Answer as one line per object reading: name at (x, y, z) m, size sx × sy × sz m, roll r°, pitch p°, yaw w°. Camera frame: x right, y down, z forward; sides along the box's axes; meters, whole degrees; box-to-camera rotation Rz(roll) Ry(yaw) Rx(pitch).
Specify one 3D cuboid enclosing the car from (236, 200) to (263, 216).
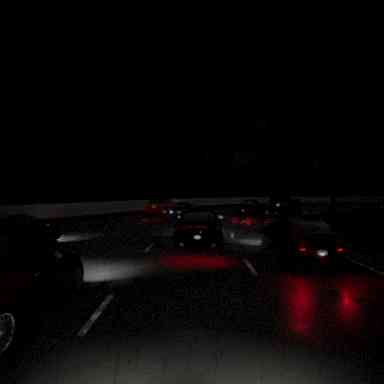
car at (5.846, 1.521, 32.794) m, size 1.812 × 1.442 × 4.674 m, roll 0°, pitch 0°, yaw 29°

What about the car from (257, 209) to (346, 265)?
car at (3.679, 1.524, 11.559) m, size 1.812 × 1.442 × 4.674 m, roll 0°, pitch 0°, yaw 1°

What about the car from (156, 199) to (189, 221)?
car at (-0.677, 1.544, 27.084) m, size 2.033 × 1.411 × 5.357 m, roll 0°, pitch 0°, yaw 20°

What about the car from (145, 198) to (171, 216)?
car at (-2.615, 1.348, 31.927) m, size 2.097 × 1.767 × 4.553 m, roll 0°, pitch 0°, yaw 23°

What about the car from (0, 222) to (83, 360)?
car at (-3.415, 1.525, 5.761) m, size 1.812 × 1.442 × 4.674 m, roll 0°, pitch 0°, yaw 0°

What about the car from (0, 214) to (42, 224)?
car at (-6.797, 1.546, 12.455) m, size 2.033 × 1.411 × 5.357 m, roll 0°, pitch 0°, yaw 2°

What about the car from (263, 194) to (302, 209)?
car at (8.740, 1.217, 31.055) m, size 2.150 × 2.045 × 5.566 m, roll 0°, pitch 0°, yaw 29°

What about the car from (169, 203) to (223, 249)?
car at (0.351, 1.476, 14.532) m, size 1.882 × 1.535 × 5.008 m, roll 0°, pitch 0°, yaw 3°
